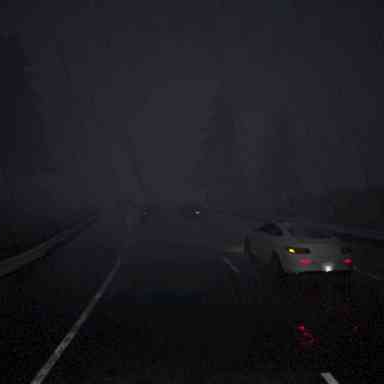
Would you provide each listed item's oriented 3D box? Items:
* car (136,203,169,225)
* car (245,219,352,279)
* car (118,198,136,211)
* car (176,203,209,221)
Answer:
[{"bbox_3d":[-2.841,1.557,24.354,1.812,1.442,4.674,0,0,-12],"label":"car"},{"bbox_3d":[2.951,1.534,10.021,1.812,1.442,4.674,0,0,-5],"label":"car"},{"bbox_3d":[-8.154,1.562,41.970,1.837,1.490,4.892,0,0,-21],"label":"car"},{"bbox_3d":[-0.021,1.596,27.728,1.994,1.385,4.181,0,0,-13],"label":"car"}]
